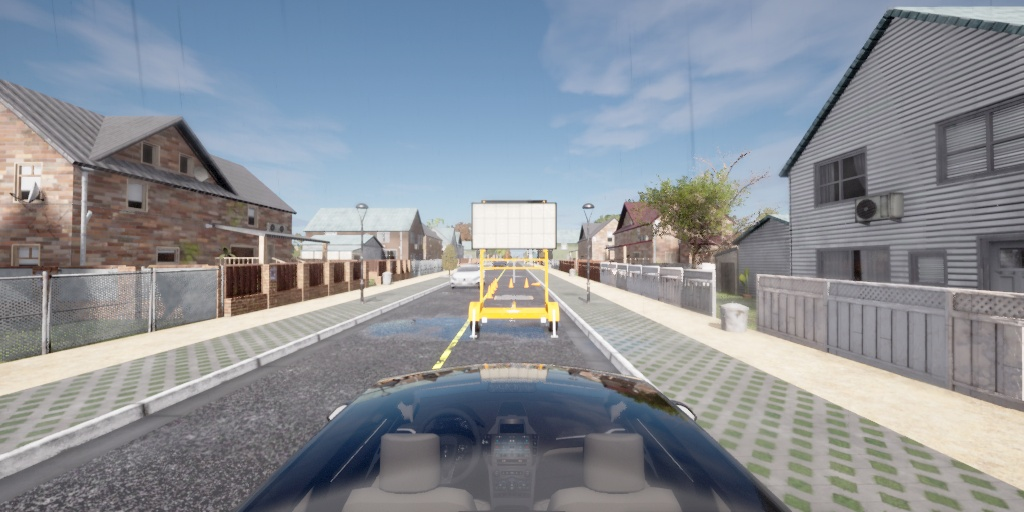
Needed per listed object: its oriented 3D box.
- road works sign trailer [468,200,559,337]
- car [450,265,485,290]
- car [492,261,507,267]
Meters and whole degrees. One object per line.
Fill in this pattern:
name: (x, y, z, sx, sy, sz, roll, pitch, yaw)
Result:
road works sign trailer: (0.060, 0.220, 10.240, 2.380, 3.560, 2.880, 0, 0, 1)
car: (-2.737, 1.301, 23.071, 1.812, 1.442, 4.674, 0, 0, 0)
car: (-2.475, 1.464, 64.461, 2.033, 1.411, 5.357, 0, 0, 1)
